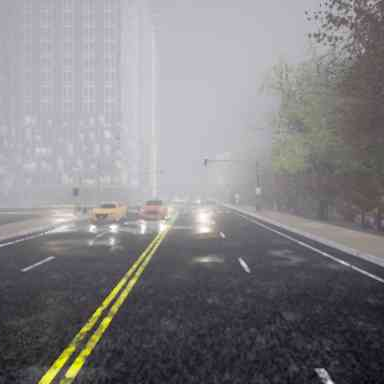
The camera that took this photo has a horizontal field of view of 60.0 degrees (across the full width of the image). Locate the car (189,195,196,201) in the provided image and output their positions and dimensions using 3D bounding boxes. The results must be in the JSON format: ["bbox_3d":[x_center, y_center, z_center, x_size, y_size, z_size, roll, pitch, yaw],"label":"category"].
[{"bbox_3d":[0.009,1.740,94.800,1.994,1.385,4.181,0,0,0],"label":"car"}]

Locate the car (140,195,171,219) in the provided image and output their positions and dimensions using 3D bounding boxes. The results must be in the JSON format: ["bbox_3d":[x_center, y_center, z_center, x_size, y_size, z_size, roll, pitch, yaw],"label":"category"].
[{"bbox_3d":[-3.316,1.421,29.697,2.097,1.767,4.553,0,0,0],"label":"car"}]

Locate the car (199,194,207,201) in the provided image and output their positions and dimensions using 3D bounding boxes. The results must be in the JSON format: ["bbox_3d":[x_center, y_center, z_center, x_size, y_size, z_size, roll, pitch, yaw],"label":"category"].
[{"bbox_3d":[3.259,1.543,94.771,2.097,1.767,4.553,0,0,0],"label":"car"}]

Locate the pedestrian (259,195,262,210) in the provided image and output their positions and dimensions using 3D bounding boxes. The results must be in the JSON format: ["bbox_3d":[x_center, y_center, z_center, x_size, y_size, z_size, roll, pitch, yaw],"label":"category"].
[{"bbox_3d":[8.014,1.229,39.363,0.375,1.860,0.375,0,0,0],"label":"pedestrian"}]

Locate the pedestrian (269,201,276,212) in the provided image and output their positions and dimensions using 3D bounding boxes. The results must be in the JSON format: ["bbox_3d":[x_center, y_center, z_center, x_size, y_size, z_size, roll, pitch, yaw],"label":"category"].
[{"bbox_3d":[9.014,1.607,38.165,0.500,1.100,0.500,0,0,0],"label":"pedestrian"}]

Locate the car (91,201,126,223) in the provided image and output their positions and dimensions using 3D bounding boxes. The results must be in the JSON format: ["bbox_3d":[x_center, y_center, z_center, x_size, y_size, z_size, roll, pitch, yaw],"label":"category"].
[{"bbox_3d":[-6.581,1.542,26.659,1.882,1.535,5.008,0,0,0],"label":"car"}]
